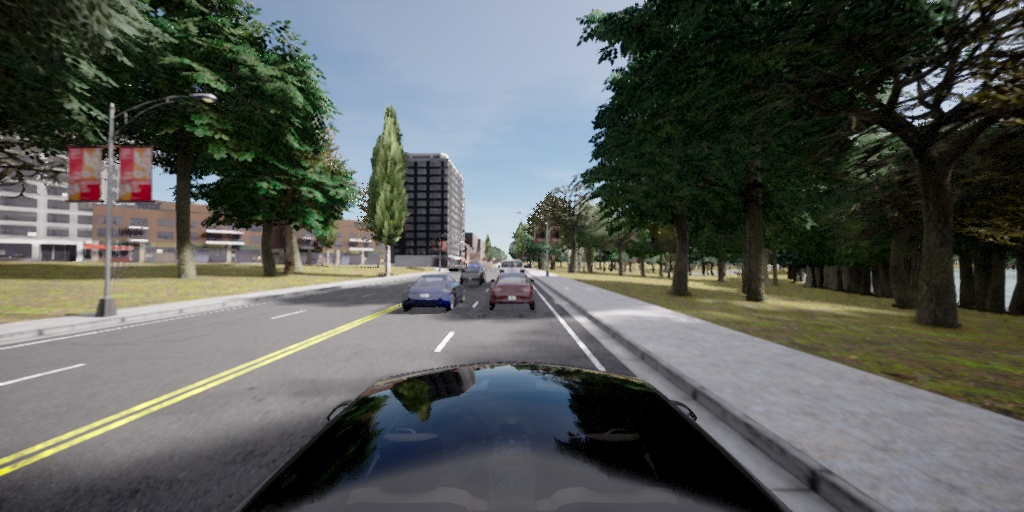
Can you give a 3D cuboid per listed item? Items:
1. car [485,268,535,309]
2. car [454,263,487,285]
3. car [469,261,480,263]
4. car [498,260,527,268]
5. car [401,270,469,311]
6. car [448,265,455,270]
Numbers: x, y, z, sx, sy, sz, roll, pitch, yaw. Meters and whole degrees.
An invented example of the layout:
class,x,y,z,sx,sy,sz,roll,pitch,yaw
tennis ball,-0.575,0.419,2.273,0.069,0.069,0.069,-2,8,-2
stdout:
class,x,y,z,sx,sy,sz,roll,pitch,yaw
car,0.020,1.439,15.756,1.812,1.442,4.674,0,-1,0
car,-3.237,1.608,30.365,2.128,1.511,4.902,0,-1,0
car,-6.563,1.867,62.239,2.150,2.045,5.566,0,-1,1
car,0.004,1.327,29.429,2.150,2.045,5.566,0,-1,0
car,-3.234,1.474,15.402,1.994,1.385,4.181,0,-1,1
car,-9.813,2.248,62.293,1.895,1.301,4.718,0,-1,1
